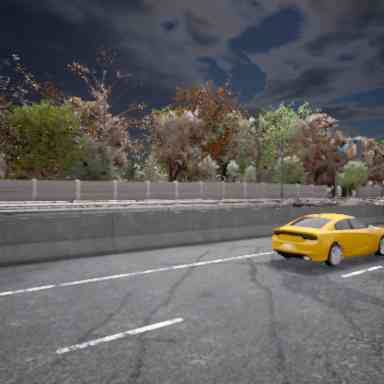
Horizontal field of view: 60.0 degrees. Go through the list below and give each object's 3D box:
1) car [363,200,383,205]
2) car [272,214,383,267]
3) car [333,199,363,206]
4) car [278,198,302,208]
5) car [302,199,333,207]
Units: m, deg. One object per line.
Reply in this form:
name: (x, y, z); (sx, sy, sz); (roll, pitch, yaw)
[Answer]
car: (21.209, 1.571, 36.323); (5.008, 1.535, 1.882); (0, 0, -35)
car: (4.947, 1.501, 11.581); (5.008, 1.535, 1.882); (0, 0, -36)
car: (19.157, 1.571, 39.160); (5.008, 1.535, 1.882); (0, 0, -35)
car: (13.296, 1.592, 43.576); (4.892, 1.490, 1.837); (0, 0, -35)
car: (16.260, 1.691, 41.395); (4.718, 1.301, 1.895); (0, 0, -35)
